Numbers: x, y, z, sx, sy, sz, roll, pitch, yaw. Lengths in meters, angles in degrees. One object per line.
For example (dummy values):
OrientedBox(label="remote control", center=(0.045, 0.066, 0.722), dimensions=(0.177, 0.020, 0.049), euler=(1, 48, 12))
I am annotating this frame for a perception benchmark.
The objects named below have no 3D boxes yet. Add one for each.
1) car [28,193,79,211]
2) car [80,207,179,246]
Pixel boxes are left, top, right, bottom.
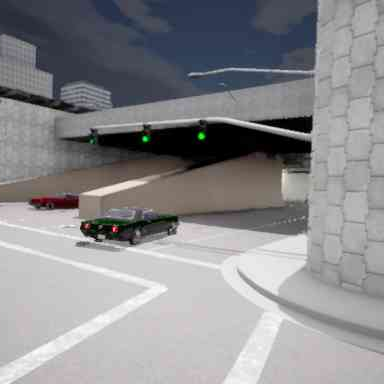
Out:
OrientedBox(label="car", center=(-10.380, 0.704, 26.450), dimensions=(1.895, 1.301, 4.718), euler=(3, 1, 34))
OrientedBox(label="car", center=(-2.276, 1.286, 13.737), dimensions=(1.895, 1.301, 4.718), euler=(3, 1, 24))
